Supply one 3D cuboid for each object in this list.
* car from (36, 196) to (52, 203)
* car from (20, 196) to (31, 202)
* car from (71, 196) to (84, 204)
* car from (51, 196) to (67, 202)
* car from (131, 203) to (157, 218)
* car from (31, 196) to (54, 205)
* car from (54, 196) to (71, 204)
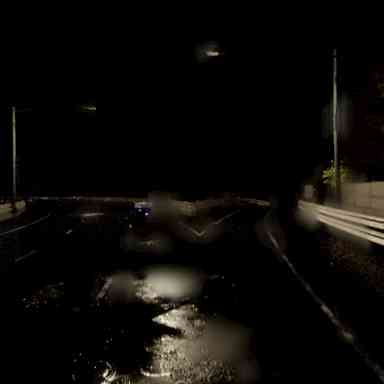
[{"bbox_3d":[-33.439,1.584,74.955,4.674,1.442,1.812,0,0,45],"label":"car"},{"bbox_3d":[-36.008,1.577,72.579,4.892,1.490,1.837,0,0,45],"label":"car"},{"bbox_3d":[-24.249,1.680,69.573,2.128,1.511,4.902,0,0,-40],"label":"car"},{"bbox_3d":[-30.869,1.594,77.331,4.181,1.385,1.994,0,0,45],"label":"car"},{"bbox_3d":[-4.532,1.634,30.998,1.895,1.301,4.718,0,0,-16],"label":"car"},{"bbox_3d":[-28.846,1.722,64.111,2.128,1.511,4.902,0,0,-37],"label":"car"},{"bbox_3d":[-26.708,1.680,67.062,1.837,1.490,4.892,0,0,-40],"label":"car"}]
